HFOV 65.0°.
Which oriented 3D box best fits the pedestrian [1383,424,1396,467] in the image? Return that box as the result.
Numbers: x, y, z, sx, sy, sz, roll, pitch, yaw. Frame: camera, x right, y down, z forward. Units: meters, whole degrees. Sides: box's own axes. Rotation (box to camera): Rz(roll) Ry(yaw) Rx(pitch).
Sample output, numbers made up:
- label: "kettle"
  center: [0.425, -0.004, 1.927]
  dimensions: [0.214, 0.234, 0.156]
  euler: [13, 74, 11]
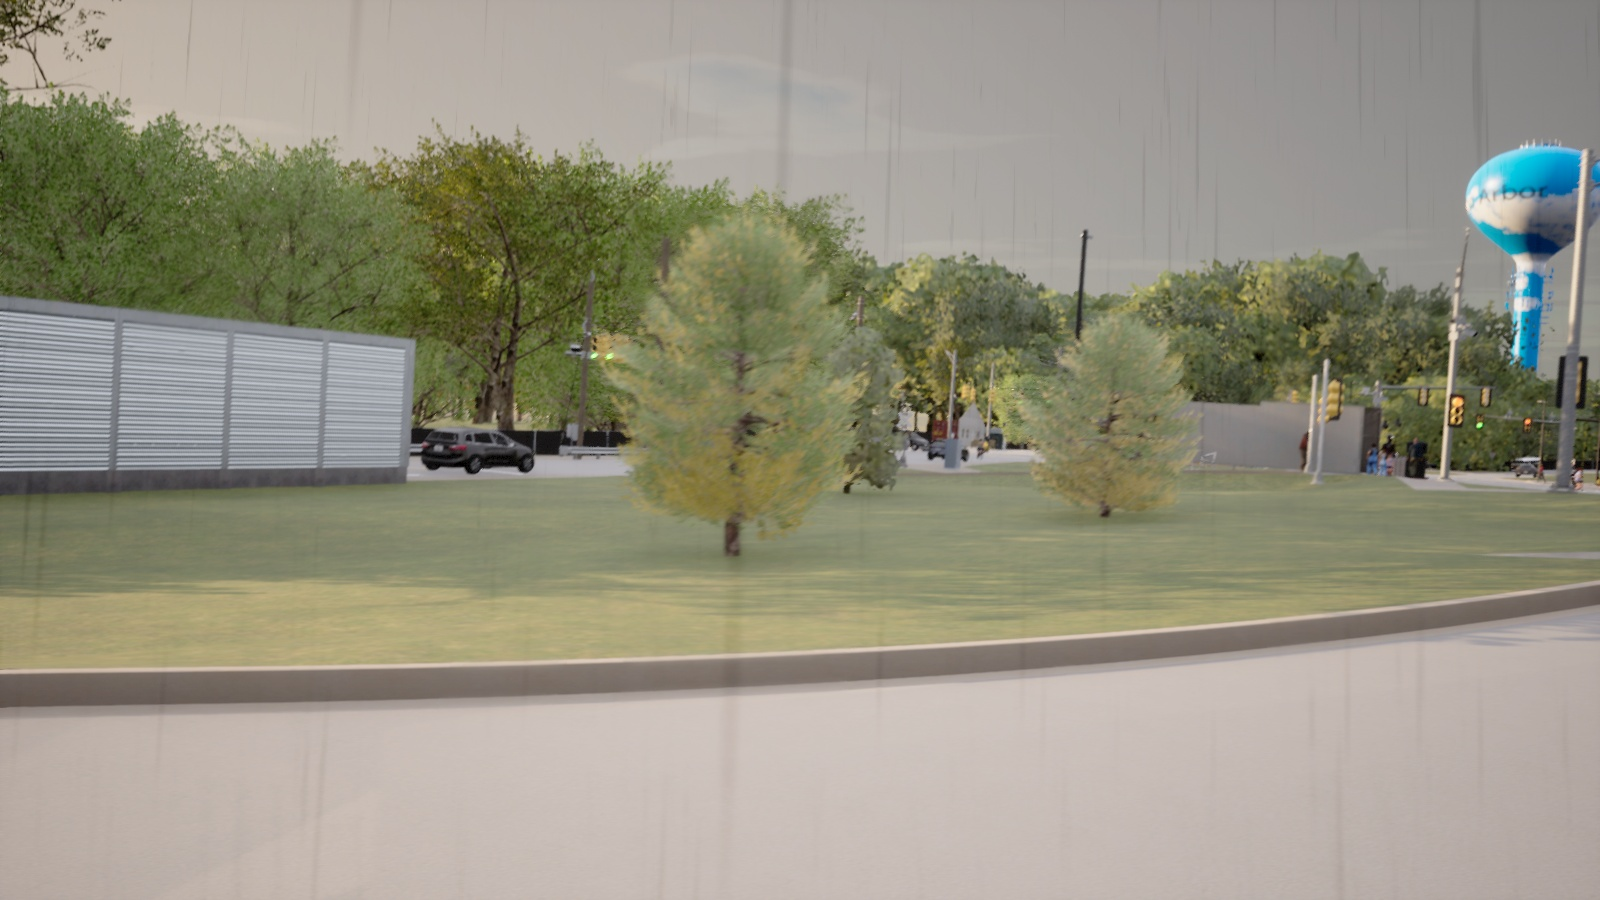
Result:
- label: "pedestrian"
  center: [26.888, -0.216, 57.278]
  dimensions: [0.402, 1.930, 0.666]
  euler: [3, 0, 29]

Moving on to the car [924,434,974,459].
- label: "car"
  center: [10.745, -0.295, 90.322]
  dimensions: [2.033, 1.649, 4.856]
  euler: [4, 3, 26]

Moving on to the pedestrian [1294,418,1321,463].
- label: "pedestrian"
  center: [21.456, -0.417, 53.083]
  dimensions: [0.899, 1.844, 0.634]
  euler: [3, 0, 27]

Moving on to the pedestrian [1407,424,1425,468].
- label: "pedestrian"
  center: [26.431, -0.176, 53.890]
  dimensions: [0.402, 1.842, 0.726]
  euler: [3, 0, 11]

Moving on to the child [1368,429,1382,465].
- label: "child"
  center: [20.136, -0.107, 43.985]
  dimensions: [0.270, 1.263, 0.437]
  euler: [3, 0, 13]

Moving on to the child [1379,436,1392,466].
- label: "child"
  center: [25.254, 0.036, 54.161]
  dimensions: [0.437, 1.263, 0.270]
  euler: [3, 1, -40]

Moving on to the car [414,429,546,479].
- label: "car"
  center: [-11.920, 0.091, 47.062]
  dimensions: [2.242, 1.667, 4.611]
  euler: [4, 2, 27]
